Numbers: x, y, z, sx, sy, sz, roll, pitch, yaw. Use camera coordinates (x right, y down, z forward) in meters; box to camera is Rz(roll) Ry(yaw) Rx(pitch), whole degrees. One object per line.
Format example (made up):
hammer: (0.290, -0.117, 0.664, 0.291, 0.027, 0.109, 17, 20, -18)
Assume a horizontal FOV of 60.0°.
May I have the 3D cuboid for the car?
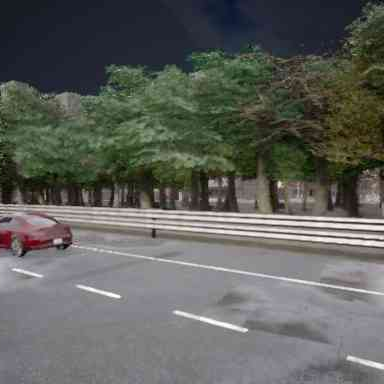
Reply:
car: (-6.495, 1.539, 12.808, 4.674, 1.442, 1.812, 0, 0, 36)
